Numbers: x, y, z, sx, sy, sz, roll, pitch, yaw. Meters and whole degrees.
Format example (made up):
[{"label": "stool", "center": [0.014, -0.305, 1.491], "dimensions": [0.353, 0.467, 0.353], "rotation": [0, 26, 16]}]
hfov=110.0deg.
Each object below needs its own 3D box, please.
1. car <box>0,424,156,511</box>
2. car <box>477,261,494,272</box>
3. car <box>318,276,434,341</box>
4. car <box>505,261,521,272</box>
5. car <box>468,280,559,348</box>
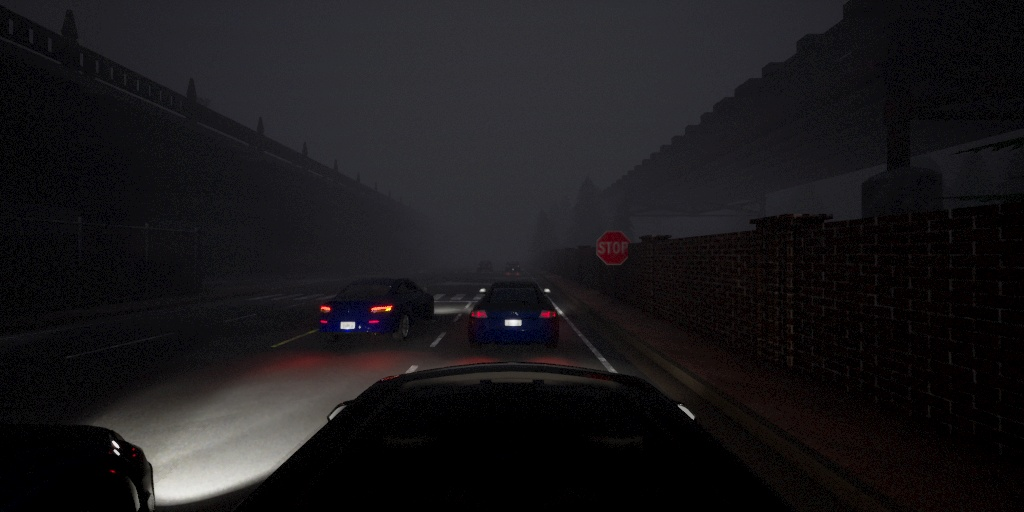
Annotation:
[{"label": "car", "center": [-3.398, 1.314, 0.644], "dimensions": [1.994, 1.385, 4.181], "rotation": [0, 0, 0]}, {"label": "car", "center": [-3.395, 1.297, 45.873], "dimensions": [2.033, 1.411, 5.357], "rotation": [0, 0, -1]}, {"label": "car", "center": [-3.412, 1.276, 9.740], "dimensions": [1.812, 1.442, 4.674], "rotation": [0, 0, 0]}, {"label": "car", "center": [0.099, 1.351, 46.036], "dimensions": [1.895, 1.301, 4.718], "rotation": [0, 0, -1]}, {"label": "car", "center": [0.069, 1.314, 9.218], "dimensions": [1.994, 1.385, 4.181], "rotation": [0, 0, 1]}]
